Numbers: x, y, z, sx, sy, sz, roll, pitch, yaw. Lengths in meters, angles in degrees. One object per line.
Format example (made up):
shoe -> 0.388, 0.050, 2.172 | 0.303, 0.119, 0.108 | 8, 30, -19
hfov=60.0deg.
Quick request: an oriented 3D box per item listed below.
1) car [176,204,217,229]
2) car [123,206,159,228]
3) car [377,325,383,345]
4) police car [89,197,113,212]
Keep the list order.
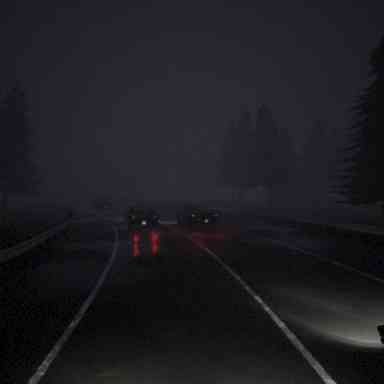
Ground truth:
car -> 0.254, 1.516, 21.831 | 1.812, 1.442, 4.674 | 0, 0, -15
car -> -3.598, 1.604, 22.661 | 1.895, 1.301, 4.718 | 0, 0, -17
car -> 3.437, 1.535, 1.904 | 2.033, 1.411, 5.357 | 0, 0, -2
police car -> -10.779, 1.446, 39.308 | 1.930, 1.638, 5.238 | 0, 0, -28
